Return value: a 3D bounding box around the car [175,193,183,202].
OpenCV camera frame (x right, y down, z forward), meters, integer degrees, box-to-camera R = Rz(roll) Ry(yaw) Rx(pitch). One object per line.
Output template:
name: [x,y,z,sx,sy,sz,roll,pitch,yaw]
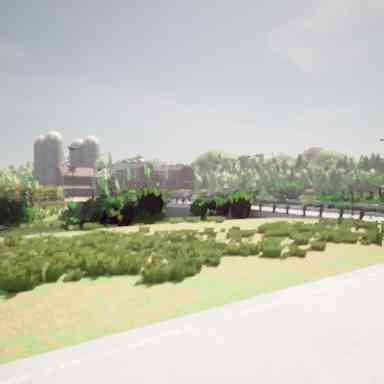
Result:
car: [-1.630,0.870,53.019,1.812,1.442,4.674,0,-2,-35]
